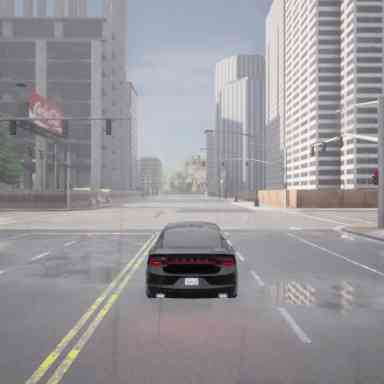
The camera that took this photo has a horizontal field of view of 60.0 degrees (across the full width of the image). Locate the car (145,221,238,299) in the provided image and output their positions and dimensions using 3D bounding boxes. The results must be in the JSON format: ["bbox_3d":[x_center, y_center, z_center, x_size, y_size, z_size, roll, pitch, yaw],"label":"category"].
[{"bbox_3d":[0.002,1.478,8.523,1.882,1.535,5.008,0,0,0],"label":"car"}]
